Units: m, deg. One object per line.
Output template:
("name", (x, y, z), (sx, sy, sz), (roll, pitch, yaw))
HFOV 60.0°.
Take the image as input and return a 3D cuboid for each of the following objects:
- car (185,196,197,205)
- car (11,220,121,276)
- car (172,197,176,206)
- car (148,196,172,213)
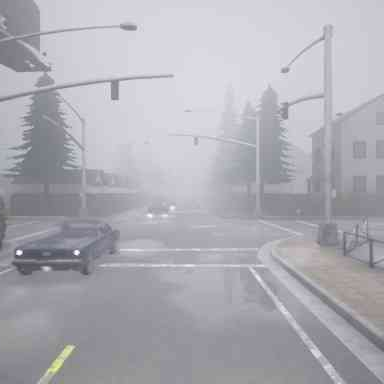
("car", (-0.121, 1.491, 59.259), (2.128, 1.511, 4.902), (0, 0, 0))
("car", (-3.636, 1.599, 10.512), (1.895, 1.301, 4.718), (0, 0, 0))
("car", (-3.656, 1.491, 54.556), (2.128, 1.511, 4.902), (0, 0, 0))
("car", (-3.674, 1.352, 37.056), (2.097, 1.767, 4.553), (0, 0, 0))
